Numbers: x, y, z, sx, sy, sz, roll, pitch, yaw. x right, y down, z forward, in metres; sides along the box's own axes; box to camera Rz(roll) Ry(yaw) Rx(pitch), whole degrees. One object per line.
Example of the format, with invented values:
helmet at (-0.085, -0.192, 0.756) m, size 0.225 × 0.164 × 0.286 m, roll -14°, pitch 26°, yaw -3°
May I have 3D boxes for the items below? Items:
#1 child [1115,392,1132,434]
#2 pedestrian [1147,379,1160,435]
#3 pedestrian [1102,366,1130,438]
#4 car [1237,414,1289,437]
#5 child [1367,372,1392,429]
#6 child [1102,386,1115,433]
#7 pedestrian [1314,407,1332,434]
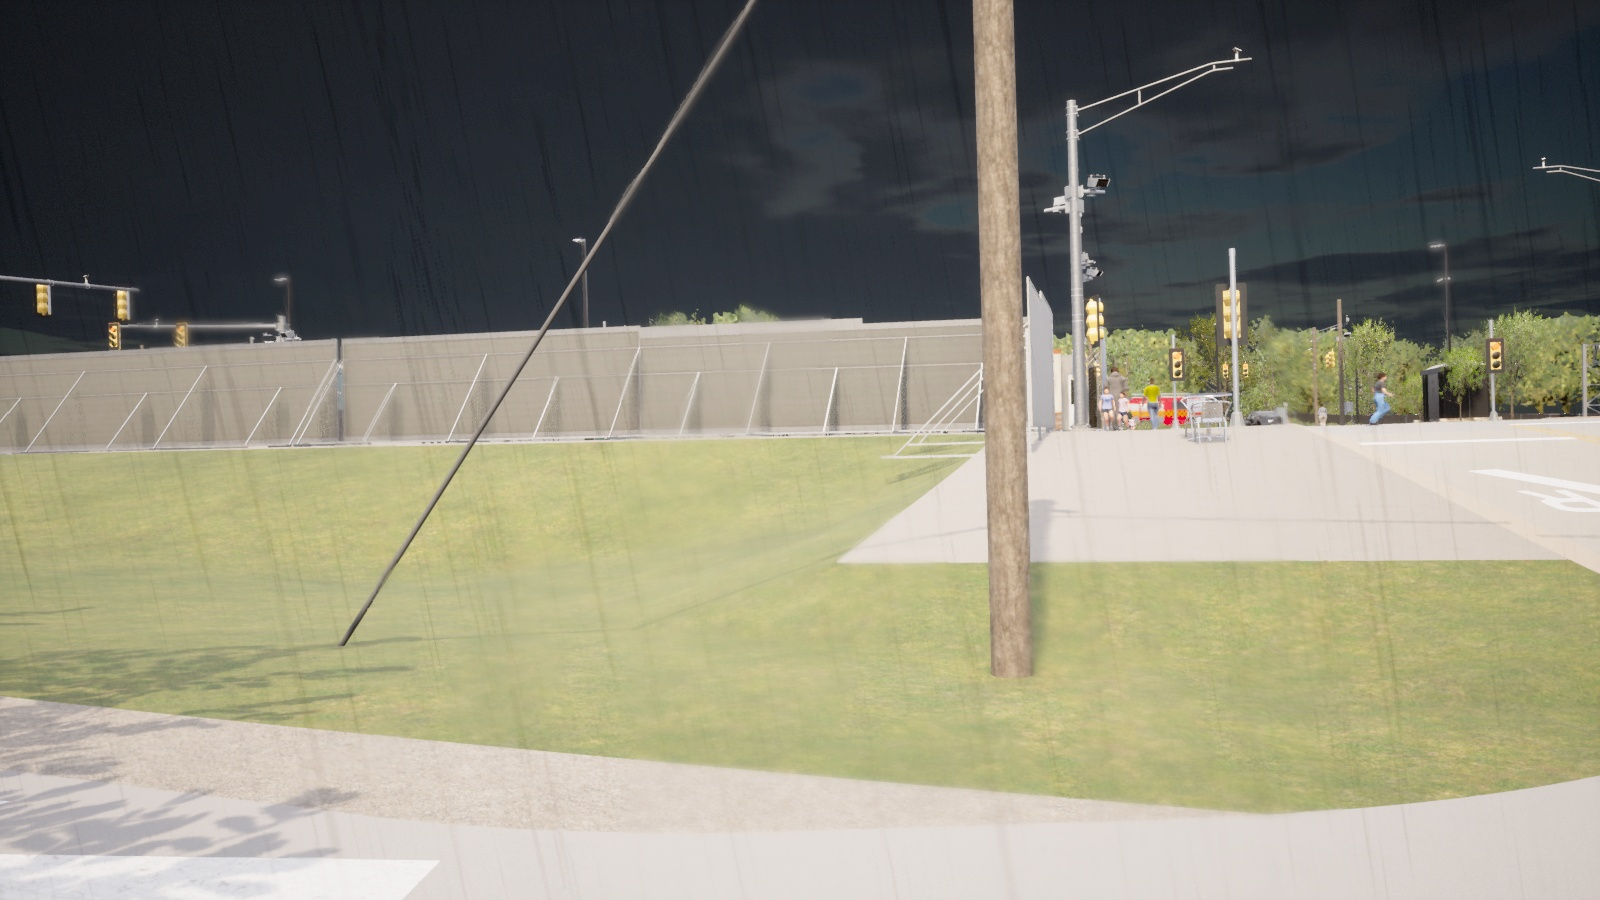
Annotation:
child at (8.599, -0.986, 33.370) m, size 0.394 × 1.110 × 0.255 m, roll -1°, pitch 0°, yaw -42°
pedestrian at (11.693, -1.414, 41.544) m, size 0.354 × 1.836 × 0.706 m, roll -1°, pitch 0°, yaw 17°
pedestrian at (8.779, -1.329, 34.837) m, size 0.659 × 1.952 × 0.873 m, roll -1°, pitch 0°, yaw 18°
car at (31.369, -1.673, 85.203) m, size 2.163 × 1.488 × 4.792 m, roll -1°, pitch 1°, yaw 7°
child at (13.177, -1.120, 28.558) m, size 0.437 × 1.263 × 0.270 m, roll -1°, pitch 0°, yaw 7°
child at (7.325, -0.957, 29.824) m, size 0.255 × 1.110 × 0.394 m, roll -1°, pitch 0°, yaw 13°
pedestrian at (36.428, -2.057, 87.510) m, size 0.874 × 1.855 × 0.900 m, roll -1°, pitch 0°, yaw 3°
